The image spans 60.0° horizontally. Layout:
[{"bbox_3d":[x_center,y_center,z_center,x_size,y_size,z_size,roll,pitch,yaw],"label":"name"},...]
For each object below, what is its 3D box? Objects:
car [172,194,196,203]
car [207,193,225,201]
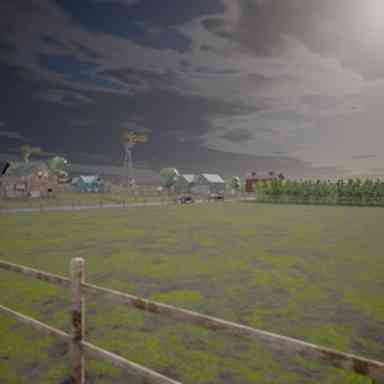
[{"bbox_3d":[-1.292,1.034,55.569,2.128,1.511,4.902,0,0,35],"label":"car"},{"bbox_3d":[4.583,1.013,64.131,1.812,1.442,4.674,0,0,35],"label":"car"}]
